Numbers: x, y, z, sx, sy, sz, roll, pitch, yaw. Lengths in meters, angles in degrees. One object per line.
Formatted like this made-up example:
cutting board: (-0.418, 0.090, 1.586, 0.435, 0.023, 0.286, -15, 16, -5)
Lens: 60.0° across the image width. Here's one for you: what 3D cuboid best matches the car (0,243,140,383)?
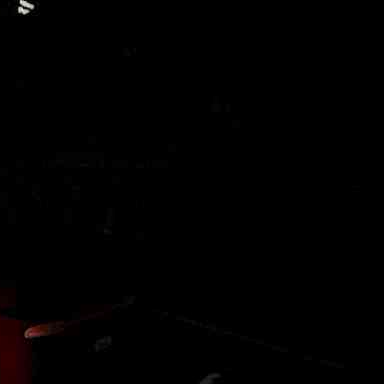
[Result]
car: (-2.761, 1.427, 4.854, 4.507, 1.381, 1.887, 2, 0, 36)
